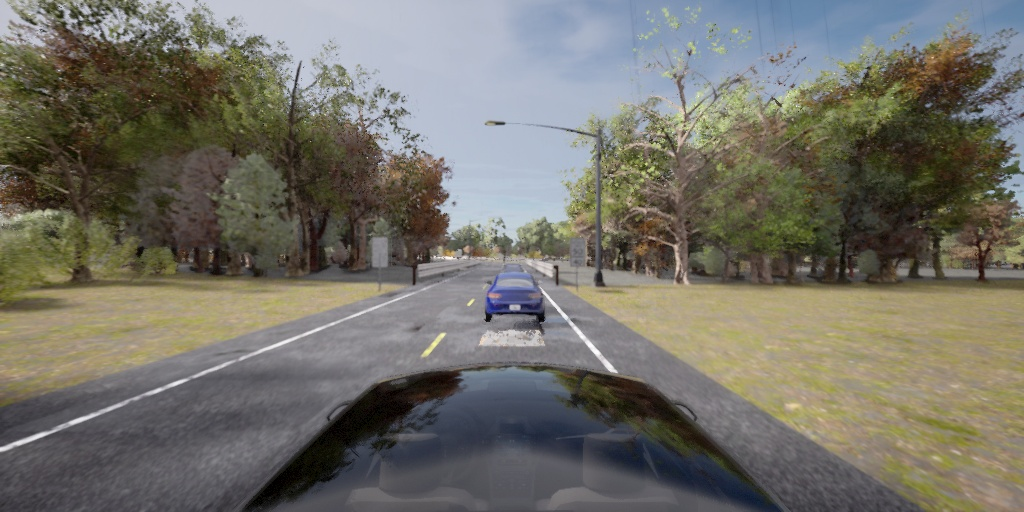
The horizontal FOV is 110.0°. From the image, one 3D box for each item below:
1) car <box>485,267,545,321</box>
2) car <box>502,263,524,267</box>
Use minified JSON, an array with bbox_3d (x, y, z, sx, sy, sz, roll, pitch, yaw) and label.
[{"bbox_3d":[0.087,1.269,12.278,1.812,1.442,4.674,0,0,0],"label":"car"},{"bbox_3d":[0.086,1.296,29.483,1.994,1.385,4.181,0,0,0],"label":"car"}]
